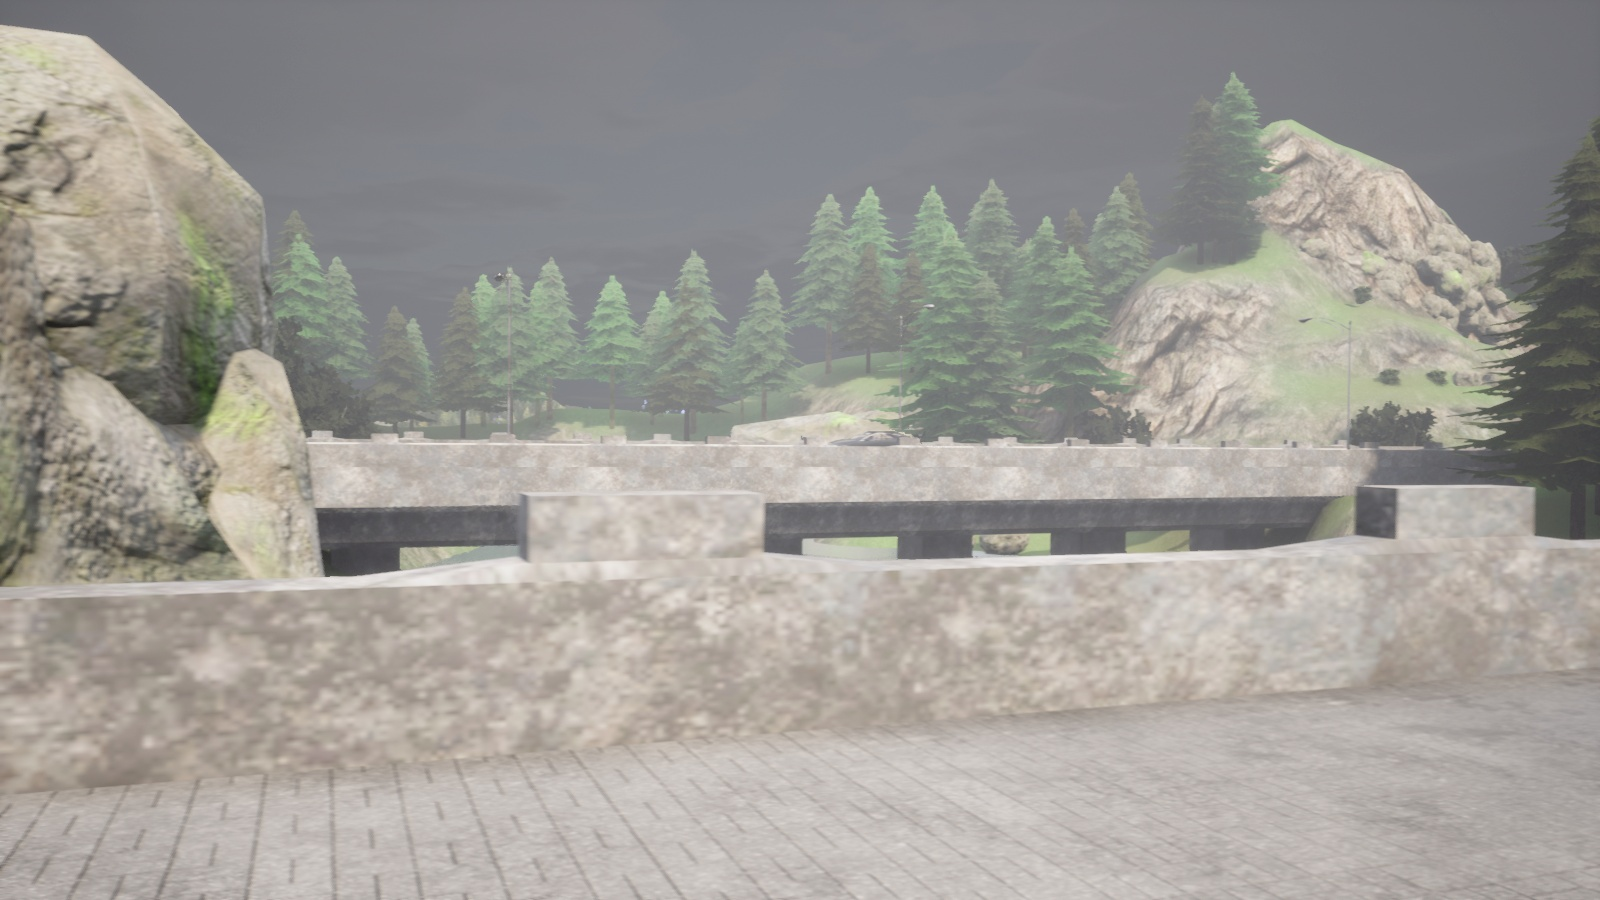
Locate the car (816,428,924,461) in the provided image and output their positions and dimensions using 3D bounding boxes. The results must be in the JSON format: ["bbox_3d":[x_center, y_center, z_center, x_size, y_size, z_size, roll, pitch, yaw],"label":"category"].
[{"bbox_3d":[3.461,-0.298,62.329,4.902,1.511,2.128,-1,1,-21],"label":"car"}]
